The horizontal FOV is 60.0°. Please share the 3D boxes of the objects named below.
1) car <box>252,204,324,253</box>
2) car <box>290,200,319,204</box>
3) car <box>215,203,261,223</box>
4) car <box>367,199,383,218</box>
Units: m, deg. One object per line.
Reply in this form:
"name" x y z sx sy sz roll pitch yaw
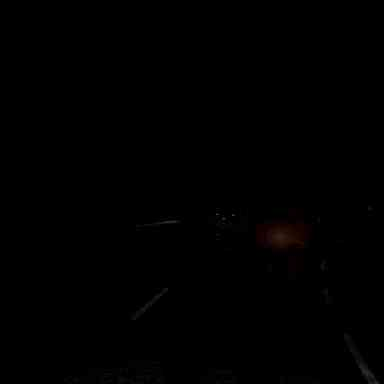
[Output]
"car" 4.284 1.492 14.040 1.882 1.535 5.008 0 0 27
"car" 8.407 1.383 25.618 2.097 1.767 4.553 1 0 43
"car" 4.026 1.541 25.924 2.033 1.411 5.357 1 0 40
"car" 17.404 1.456 29.932 2.097 1.767 4.553 1 0 43
